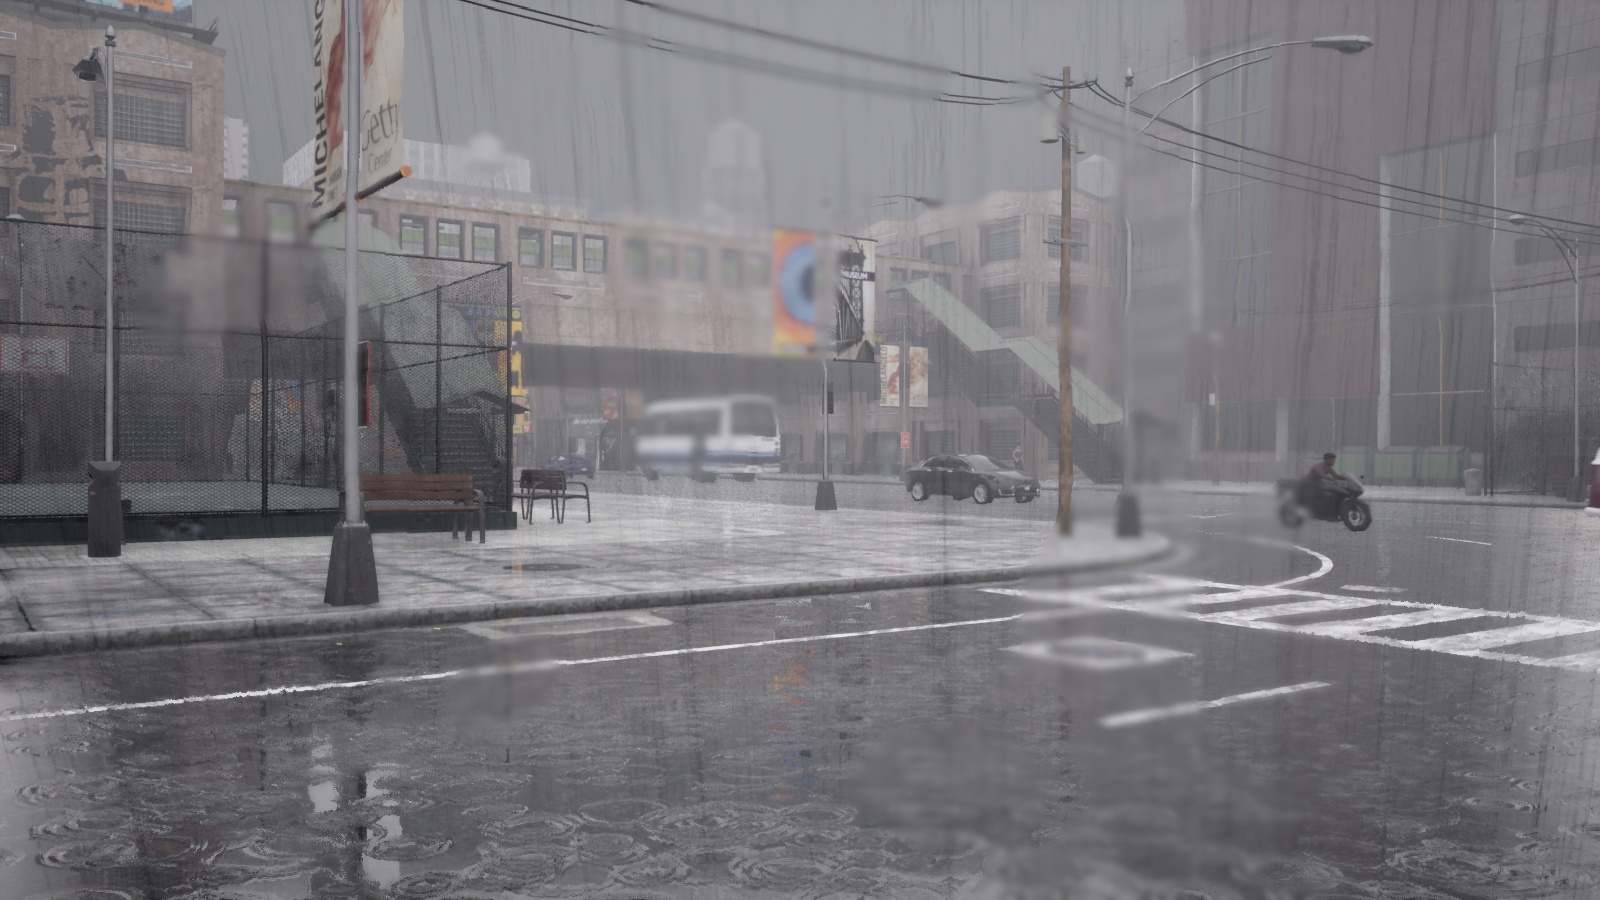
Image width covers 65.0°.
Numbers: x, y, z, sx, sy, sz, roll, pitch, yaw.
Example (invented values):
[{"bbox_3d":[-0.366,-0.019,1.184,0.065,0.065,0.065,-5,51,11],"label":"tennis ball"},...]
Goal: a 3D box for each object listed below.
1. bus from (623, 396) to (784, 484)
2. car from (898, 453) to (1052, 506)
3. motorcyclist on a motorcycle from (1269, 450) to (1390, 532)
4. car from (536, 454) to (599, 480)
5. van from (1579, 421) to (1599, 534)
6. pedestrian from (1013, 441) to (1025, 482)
[{"bbox_3d":[-5.307,-0.458,66.274,3.944,4.253,10.273,0,0,-34],"label":"bus"},{"bbox_3d":[5.220,0.831,38.079,1.837,1.490,4.892,0,0,-34],"label":"car"},{"bbox_3d":[10.252,0.765,24.382,0.797,1.523,2.044,0,0,-34],"label":"motorcyclist on a motorcycle"},{"bbox_3d":[-13.381,0.975,72.082,1.812,1.442,4.674,0,0,-34],"label":"car"},{"bbox_3d":[16.330,0.487,21.638,2.069,2.038,4.480,0,0,-34],"label":"van"},{"bbox_3d":[9.870,0.519,56.616,0.345,1.836,0.594,0,0,-15],"label":"pedestrian"}]
